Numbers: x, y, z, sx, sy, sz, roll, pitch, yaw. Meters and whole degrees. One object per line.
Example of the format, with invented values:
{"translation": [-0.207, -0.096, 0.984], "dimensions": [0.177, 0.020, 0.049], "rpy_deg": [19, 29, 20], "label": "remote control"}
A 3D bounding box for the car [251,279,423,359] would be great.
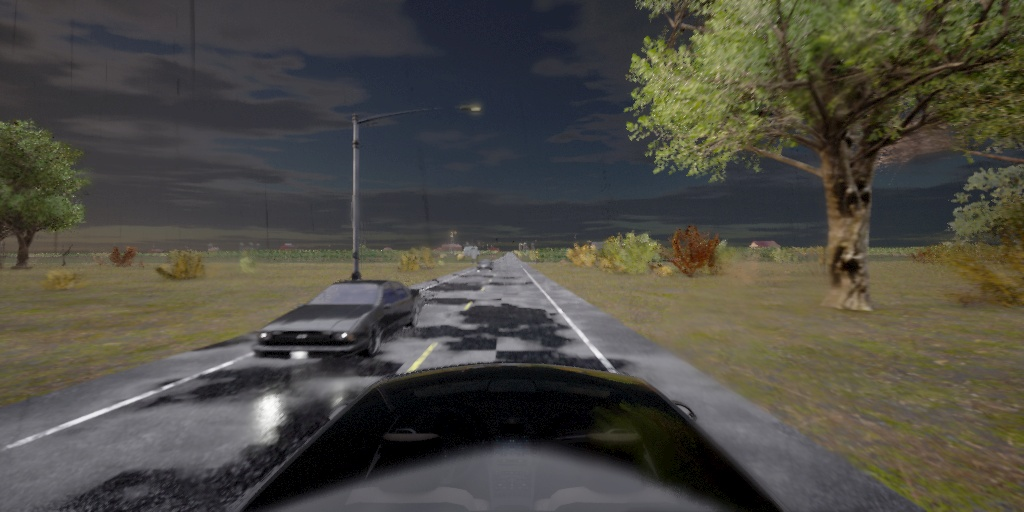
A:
{"translation": [-3.602, 1.293, 8.734], "dimensions": [2.033, 1.411, 5.357], "rpy_deg": [0, 0, 0], "label": "car"}

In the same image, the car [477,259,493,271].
{"translation": [-3.583, 1.183, 48.222], "dimensions": [2.128, 1.511, 4.902], "rpy_deg": [0, 0, 0], "label": "car"}
